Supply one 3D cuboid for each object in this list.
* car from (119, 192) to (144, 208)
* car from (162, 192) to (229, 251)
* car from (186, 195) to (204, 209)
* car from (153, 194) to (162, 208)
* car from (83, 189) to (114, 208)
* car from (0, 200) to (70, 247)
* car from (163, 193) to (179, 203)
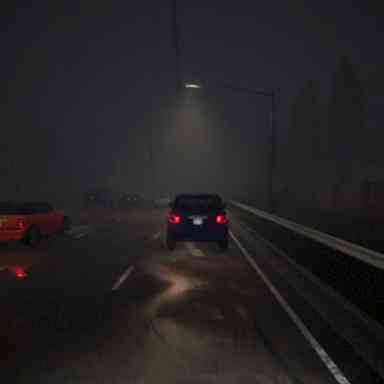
[{"bbox_3d":[-6.643,0.789,36.947,2.097,1.767,4.553,0,1,1],"label":"car"},{"bbox_3d":[0.216,1.033,13.443,2.150,2.045,5.566,0,0,1],"label":"car"},{"bbox_3d":[0.359,1.088,37.135,1.895,1.301,4.718,0,1,1],"label":"car"},{"bbox_3d":[-3.148,0.992,36.751,1.812,1.442,4.674,0,1,1],"label":"car"},{"bbox_3d":[-10.149,0.641,36.442,2.150,2.045,5.566,0,1,1],"label":"car"},{"bbox_3d":[-6.782,1.111,13.778,2.097,1.767,4.553,0,1,1],"label":"car"},{"bbox_3d":[-3.007,0.903,48.746,1.895,1.301,4.718,0,1,1],"label":"car"}]
